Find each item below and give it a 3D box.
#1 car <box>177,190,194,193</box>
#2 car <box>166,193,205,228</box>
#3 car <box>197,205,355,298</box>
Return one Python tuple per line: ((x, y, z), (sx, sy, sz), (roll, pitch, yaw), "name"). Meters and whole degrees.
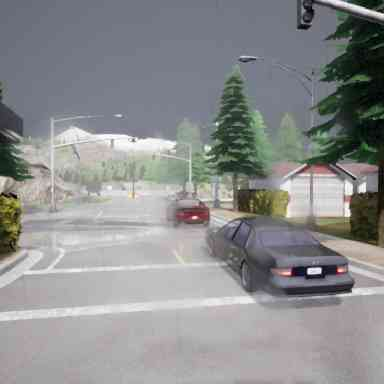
((-0.966, 0.386, 70.291), (4.902, 1.511, 2.128), (0, 1, -11), "car")
((-0.327, 1.059, 18.982), (1.882, 1.535, 5.008), (-1, 2, -11), "car")
((1.775, 1.366, 8.601), (2.033, 1.411, 5.357), (0, 3, -11), "car")
